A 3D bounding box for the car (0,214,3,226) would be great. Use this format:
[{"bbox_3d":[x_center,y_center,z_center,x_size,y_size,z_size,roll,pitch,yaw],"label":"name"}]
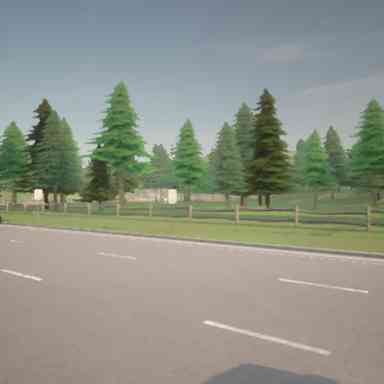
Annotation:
[{"bbox_3d":[-15.246,1.804,23.461,4.902,1.511,2.128,-1,0,35],"label":"car"}]
